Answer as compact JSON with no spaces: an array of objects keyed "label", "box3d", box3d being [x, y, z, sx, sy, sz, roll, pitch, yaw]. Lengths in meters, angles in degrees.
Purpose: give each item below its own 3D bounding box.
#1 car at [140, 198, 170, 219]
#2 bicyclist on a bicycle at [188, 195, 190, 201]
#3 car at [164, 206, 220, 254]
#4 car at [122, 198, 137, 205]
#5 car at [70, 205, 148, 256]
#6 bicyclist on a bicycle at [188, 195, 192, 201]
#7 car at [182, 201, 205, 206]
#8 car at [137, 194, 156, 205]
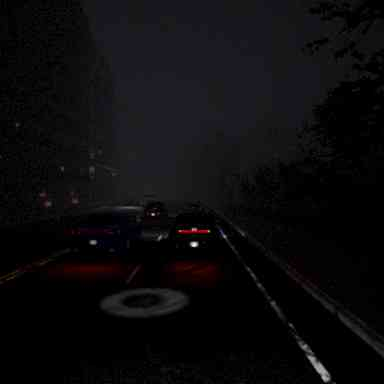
[{"label":"car","box3d":[-3.112,1.532,29.209,1.837,1.490,4.892,0,0,0]},{"label":"bicyclist on a bicycle","box3d":[-0.850,1.537,90.810,0.582,1.620,1.656,0,0,-4]},{"label":"car","box3d":[0.096,1.514,13.480,1.837,1.490,4.892,0,-1,0]},{"label":"car","box3d":[-9.861,1.618,52.893,1.994,1.385,4.181,0,0,-1]},{"label":"car","box3d":[-3.158,1.488,13.181,1.882,1.535,5.008,0,-1,1]},{"label":"bicyclist on a bicycle","box3d":[-0.252,1.531,81.755,0.582,1.620,1.656,0,0,-3]},{"label":"car","box3d":[0.137,1.519,29.092,2.128,1.511,4.902,0,0,0]},{"label":"car","box3d":[-6.585,1.273,50.737,2.150,2.045,5.566,0,0,-1]}]
